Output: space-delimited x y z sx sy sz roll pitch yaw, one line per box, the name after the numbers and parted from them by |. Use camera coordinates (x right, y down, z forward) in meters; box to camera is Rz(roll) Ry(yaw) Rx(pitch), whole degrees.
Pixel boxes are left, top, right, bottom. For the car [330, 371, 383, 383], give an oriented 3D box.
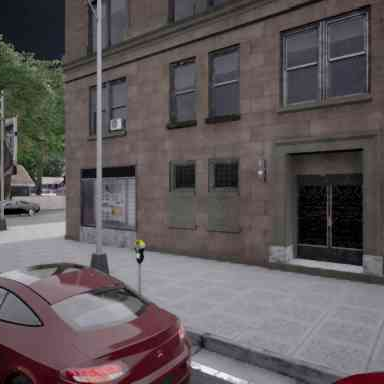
2.547 1.545 0.989 4.507 1.381 1.887 0 0 36 | car

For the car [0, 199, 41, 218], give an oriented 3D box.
-15.559 1.398 28.559 2.128 1.511 4.902 0 0 34 | car

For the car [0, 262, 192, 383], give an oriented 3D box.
-1.942 1.582 4.199 4.206 1.307 1.802 0 0 36 | car
